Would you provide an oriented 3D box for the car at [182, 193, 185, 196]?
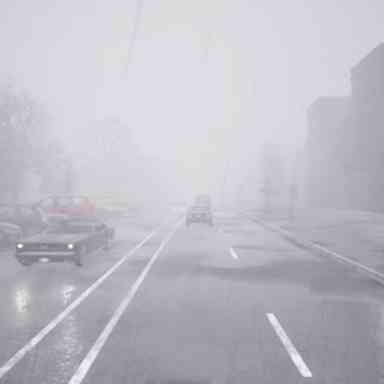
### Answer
[{"bbox_3d":[-5.032,1.677,81.096,5.008,1.535,2.097,-1,0,-15],"label":"car"}]

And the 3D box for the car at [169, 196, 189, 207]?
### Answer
[{"bbox_3d":[-2.088,1.751,54.693,1.994,1.385,4.181,0,0,5],"label":"car"}]

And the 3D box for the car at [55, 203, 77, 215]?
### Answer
[{"bbox_3d":[-9.205,1.570,18.931,4.674,1.452,2.002,-1,0,-19],"label":"car"}]

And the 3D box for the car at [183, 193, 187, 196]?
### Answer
[{"bbox_3d":[-4.783,1.418,84.029,5.566,2.045,2.435,-1,0,-15],"label":"car"}]

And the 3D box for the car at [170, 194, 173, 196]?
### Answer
[{"bbox_3d":[-6.665,1.696,63.375,4.892,1.521,2.231,-1,0,-15],"label":"car"}]

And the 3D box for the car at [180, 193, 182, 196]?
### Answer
[{"bbox_3d":[-5.329,1.559,78.136,4.553,1.767,2.185,-1,0,-15],"label":"car"}]

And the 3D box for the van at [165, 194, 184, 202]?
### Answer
[{"bbox_3d":[-4.588,1.435,86.950,4.442,1.987,1.878,-1,0,-15],"label":"van"}]

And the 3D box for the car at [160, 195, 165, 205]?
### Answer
[{"bbox_3d":[-7.382,1.719,54.490,4.674,1.452,2.002,-1,-1,-16],"label":"car"}]

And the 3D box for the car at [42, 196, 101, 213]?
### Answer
[{"bbox_3d":[-9.145,1.290,21.886,5.566,2.045,2.435,-1,0,-18],"label":"car"}]

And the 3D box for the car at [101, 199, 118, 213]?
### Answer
[{"bbox_3d":[-8.907,1.605,27.837,4.674,1.452,2.002,-1,-1,-18],"label":"car"}]

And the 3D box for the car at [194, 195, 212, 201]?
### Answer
[{"bbox_3d":[1.400,1.364,42.367,2.150,2.045,5.566,0,0,3],"label":"car"}]

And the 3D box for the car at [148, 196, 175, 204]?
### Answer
[{"bbox_3d":[-6.303,1.695,69.246,5.366,1.575,1.946,-1,0,-15],"label":"car"}]

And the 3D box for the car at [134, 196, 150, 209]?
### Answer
[{"bbox_3d":[-8.170,1.677,42.631,4.674,1.452,2.002,-1,0,-17],"label":"car"}]

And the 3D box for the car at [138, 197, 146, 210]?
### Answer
[{"bbox_3d":[-8.323,1.662,39.687,4.674,1.452,2.002,0,-1,-17],"label":"car"}]

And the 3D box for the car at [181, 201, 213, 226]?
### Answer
[{"bbox_3d":[0.534,1.607,24.021,2.033,1.411,5.357,0,0,2],"label":"car"}]

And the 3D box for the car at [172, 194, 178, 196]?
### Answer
[{"bbox_3d":[-6.216,1.691,66.384,5.366,1.575,1.946,-1,0,-15],"label":"car"}]

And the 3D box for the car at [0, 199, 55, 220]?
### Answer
[{"bbox_3d":[-9.246,1.394,15.964,4.553,1.767,2.185,-1,0,-19],"label":"car"}]

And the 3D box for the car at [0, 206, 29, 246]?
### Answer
[{"bbox_3d":[-9.348,1.513,12.992,4.892,1.521,2.231,-1,0,-19],"label":"car"}]

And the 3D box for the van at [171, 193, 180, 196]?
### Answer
[{"bbox_3d":[-5.684,1.465,75.158,4.442,1.987,1.878,-1,0,-15],"label":"van"}]

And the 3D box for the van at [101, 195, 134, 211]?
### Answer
[{"bbox_3d":[-8.542,1.365,33.811,4.442,1.987,1.878,-1,-1,-17],"label":"van"}]

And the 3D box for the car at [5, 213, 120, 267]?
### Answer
[{"bbox_3d":[-4.127,1.621,11.579,1.895,1.301,4.718,0,0,1],"label":"car"}]

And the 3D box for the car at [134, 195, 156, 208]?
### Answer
[{"bbox_3d":[-8.177,1.649,45.544,5.366,1.575,1.946,-1,0,-17],"label":"car"}]

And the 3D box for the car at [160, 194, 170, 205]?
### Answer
[{"bbox_3d":[-6.882,1.565,60.420,4.553,1.767,2.185,-1,0,-15],"label":"car"}]

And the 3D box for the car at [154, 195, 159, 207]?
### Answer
[{"bbox_3d":[-7.798,1.661,48.560,5.008,1.535,2.097,-1,0,-16],"label":"car"}]

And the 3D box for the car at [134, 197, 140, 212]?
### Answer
[{"bbox_3d":[-8.500,1.647,36.738,4.674,1.452,2.002,-1,0,-17],"label":"car"}]

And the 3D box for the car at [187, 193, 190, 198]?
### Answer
[{"bbox_3d":[-3.756,1.628,92.943,5.366,1.575,1.946,-1,0,-15],"label":"car"}]

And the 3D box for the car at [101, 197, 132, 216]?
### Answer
[{"bbox_3d":[-8.606,1.572,30.862,5.366,1.575,1.946,-1,-1,-18],"label":"car"}]
